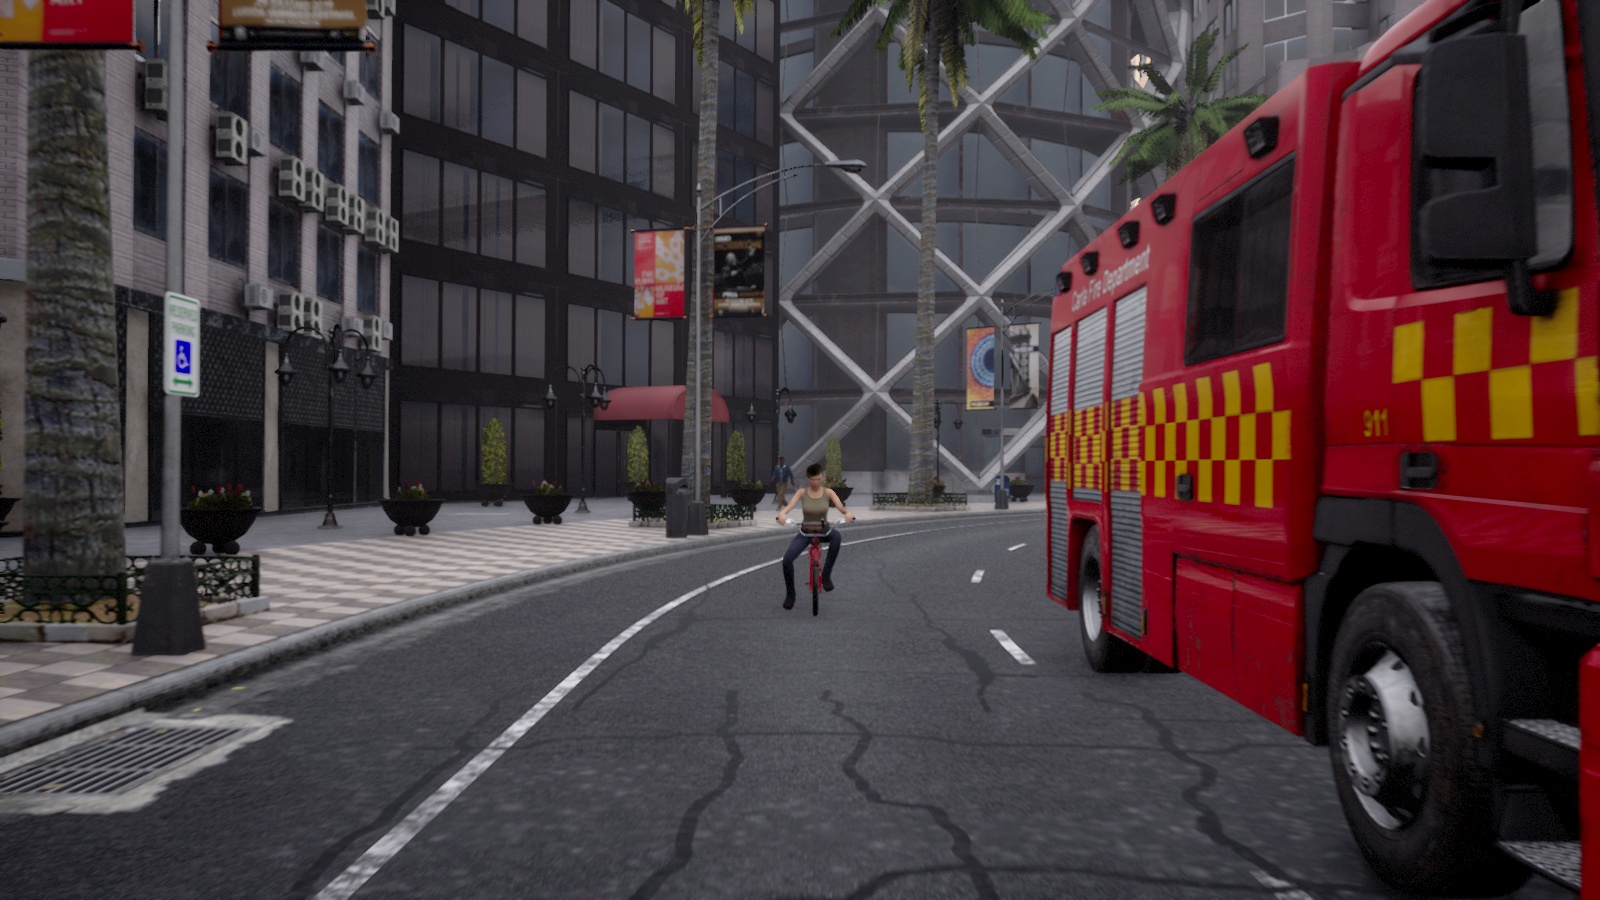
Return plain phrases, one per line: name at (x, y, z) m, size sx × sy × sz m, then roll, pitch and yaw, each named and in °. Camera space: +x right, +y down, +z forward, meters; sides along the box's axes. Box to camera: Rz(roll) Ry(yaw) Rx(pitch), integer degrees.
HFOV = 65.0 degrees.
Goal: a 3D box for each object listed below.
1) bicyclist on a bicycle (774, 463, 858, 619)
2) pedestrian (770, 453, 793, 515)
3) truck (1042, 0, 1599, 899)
bicyclist on a bicycle at (0.173, 0.954, 13.803) m, size 0.866 × 1.612 × 1.509 m, roll 0°, pitch -1°, yaw 0°
pedestrian at (-0.582, 1.065, 39.724) m, size 0.423 × 1.949 × 0.788 m, roll -1°, pitch -1°, yaw 25°
truck at (3.588, -0.265, 7.076) m, size 2.891 × 3.827 × 8.468 m, roll 0°, pitch -1°, yaw 1°
